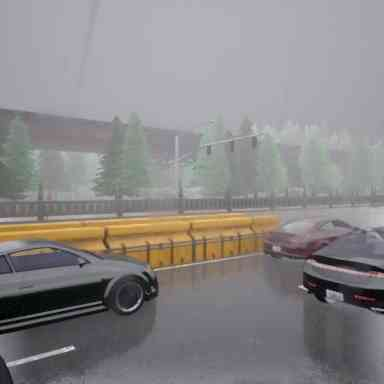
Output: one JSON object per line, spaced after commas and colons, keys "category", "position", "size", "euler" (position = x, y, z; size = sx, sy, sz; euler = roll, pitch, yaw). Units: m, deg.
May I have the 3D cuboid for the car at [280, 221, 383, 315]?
{"category": "car", "position": [4.333, 1.489, 6.880], "size": [4.902, 1.511, 2.128], "euler": [0, 0, -35]}

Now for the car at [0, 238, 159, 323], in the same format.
{"category": "car", "position": [-2.718, 1.564, 6.100], "size": [4.181, 1.385, 1.994], "euler": [0, 0, -36]}

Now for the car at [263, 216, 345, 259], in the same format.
{"category": "car", "position": [4.400, 1.522, 11.215], "size": [4.674, 1.442, 1.812], "euler": [0, 0, -35]}

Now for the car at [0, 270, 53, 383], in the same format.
{"category": "car", "position": [-3.063, 1.565, 1.555], "size": [4.181, 1.385, 1.994], "euler": [0, 0, -36]}
